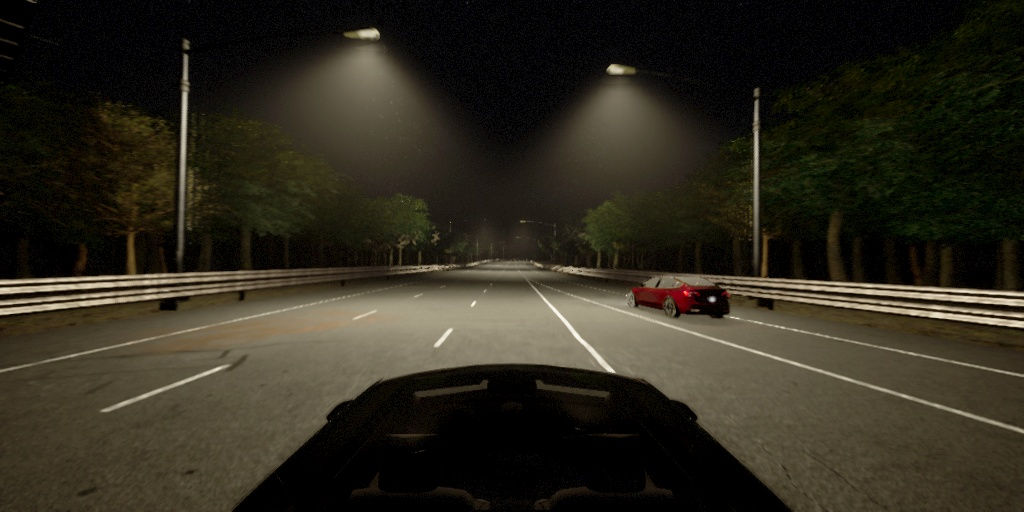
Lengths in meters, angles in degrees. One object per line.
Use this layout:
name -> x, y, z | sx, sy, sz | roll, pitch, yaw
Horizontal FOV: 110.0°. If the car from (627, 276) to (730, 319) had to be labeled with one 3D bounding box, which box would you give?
car -> 6.365, 1.513, 14.242 | 2.163, 1.488, 4.792 | 1, -1, -7
